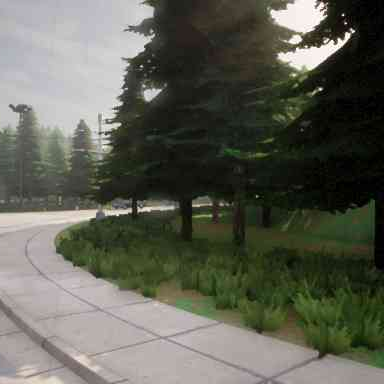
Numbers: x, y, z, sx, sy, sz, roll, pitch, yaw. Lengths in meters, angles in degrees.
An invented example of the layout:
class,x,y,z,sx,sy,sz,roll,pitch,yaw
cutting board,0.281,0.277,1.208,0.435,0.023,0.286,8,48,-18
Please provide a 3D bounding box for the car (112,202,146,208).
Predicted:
class,x,y,z,sx,sy,sz,roll,pitch,yaw
car,-8.181,1.492,43.600,2.128,1.511,4.902,0,0,37
